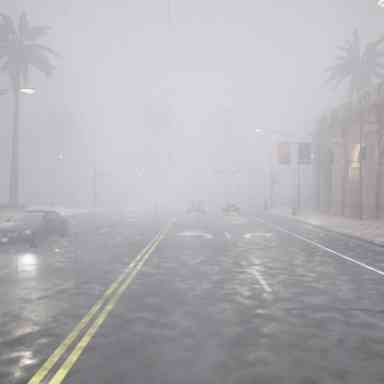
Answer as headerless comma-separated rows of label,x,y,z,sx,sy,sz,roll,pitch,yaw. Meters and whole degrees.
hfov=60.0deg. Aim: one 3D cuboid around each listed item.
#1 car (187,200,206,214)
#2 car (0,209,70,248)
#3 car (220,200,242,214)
car,0.436,1.547,34.867,2.033,1.411,5.357,0,0,1
car,-7.005,1.526,14.855,1.812,1.442,4.674,0,0,1
car,3.970,1.526,34.847,1.812,1.442,4.674,0,0,2
